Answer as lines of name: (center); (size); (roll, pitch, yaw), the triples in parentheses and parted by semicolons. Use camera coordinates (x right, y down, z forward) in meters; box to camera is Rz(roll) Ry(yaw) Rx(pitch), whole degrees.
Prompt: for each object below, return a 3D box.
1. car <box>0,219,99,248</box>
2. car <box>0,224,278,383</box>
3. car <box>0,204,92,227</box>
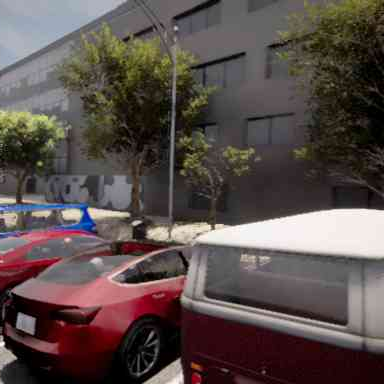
car: (-2.855, 1.570, 7.316); (2.097, 1.535, 5.008); (-2, -1, 35)
car: (-0.532, 1.546, 5.697); (2.163, 1.488, 4.792); (-1, -1, 35)
car: (-5.103, 1.387, 8.885); (2.435, 2.045, 5.566); (-2, -1, 35)
